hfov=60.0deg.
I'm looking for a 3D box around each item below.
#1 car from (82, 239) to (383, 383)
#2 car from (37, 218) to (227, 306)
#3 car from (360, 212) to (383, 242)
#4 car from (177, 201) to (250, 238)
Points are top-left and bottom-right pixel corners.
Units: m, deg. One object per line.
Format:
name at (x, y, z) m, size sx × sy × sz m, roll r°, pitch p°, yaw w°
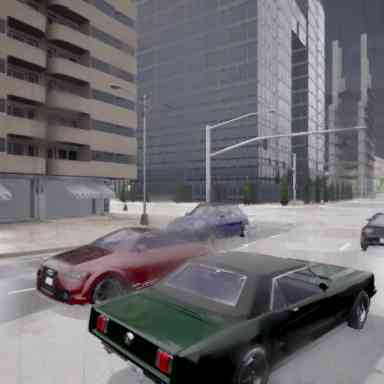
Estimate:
car at (1.039, 1.601, 5.040) m, size 4.718 × 1.301 × 1.895 m, roll 0°, pitch 0°, yaw -42°
car at (-1.361, 1.563, 7.907) m, size 4.181 × 1.385 × 1.994 m, roll 0°, pitch 0°, yaw -44°
car at (8.060, 1.524, 13.383) m, size 1.812 × 1.442 × 4.674 m, roll 0°, pitch 0°, yaw 36°
car at (0.848, 1.349, 15.501) m, size 2.097 × 1.767 × 4.553 m, roll 0°, pitch 0°, yaw 38°
